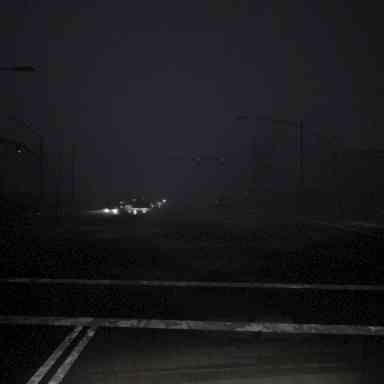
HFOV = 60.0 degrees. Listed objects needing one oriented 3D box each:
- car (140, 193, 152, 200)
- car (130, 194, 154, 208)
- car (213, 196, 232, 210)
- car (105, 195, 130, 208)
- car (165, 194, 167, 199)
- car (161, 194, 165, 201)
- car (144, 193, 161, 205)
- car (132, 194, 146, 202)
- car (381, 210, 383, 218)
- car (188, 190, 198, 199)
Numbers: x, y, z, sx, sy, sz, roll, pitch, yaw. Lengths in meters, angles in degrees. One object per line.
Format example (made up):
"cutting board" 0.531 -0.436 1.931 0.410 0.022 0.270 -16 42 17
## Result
"car" -10.289 0.948 75.174 2.033 1.411 5.357 0 1 0
"car" -6.898 1.431 46.022 1.994 1.385 4.181 0 1 1
"car" 3.712 1.268 41.354 2.097 1.767 4.553 0 1 0
"car" -10.400 1.369 45.410 2.128 1.511 4.902 0 1 1
"car" -6.789 1.003 75.178 1.895 1.301 4.718 0 1 0
"car" -6.819 1.210 64.830 1.895 1.301 4.718 0 1 0
"car" -6.849 1.305 55.253 2.033 1.411 5.357 0 1 0
"car" -10.320 1.179 64.556 1.994 1.385 4.181 0 1 0
"car" 16.499 1.233 23.463 5.566 2.045 2.150 0 0 -1
"car" 0.215 0.604 76.582 2.150 2.045 5.566 0 1 0
